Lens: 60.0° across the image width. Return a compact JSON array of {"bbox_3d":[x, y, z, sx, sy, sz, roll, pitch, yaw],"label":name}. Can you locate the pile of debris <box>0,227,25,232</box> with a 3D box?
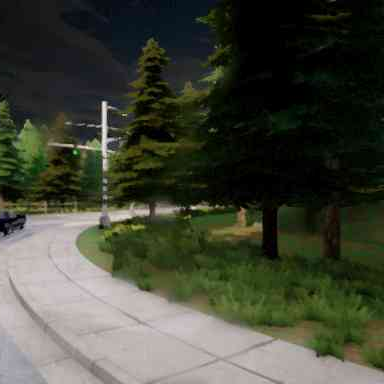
[{"bbox_3d":[-11.105,2.227,19.824,1.500,0.140,1.860,0,0,-4],"label":"pile of debris"}]

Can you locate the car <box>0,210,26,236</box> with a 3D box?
[{"bbox_3d":[-10.738,1.647,18.538,1.895,1.301,4.718,0,0,-13],"label":"car"}]

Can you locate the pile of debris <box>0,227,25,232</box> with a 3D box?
[{"bbox_3d":[-11.105,2.227,19.824,1.500,0.140,1.860,0,0,-4],"label":"pile of debris"}]
